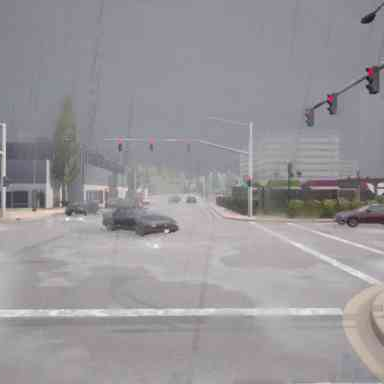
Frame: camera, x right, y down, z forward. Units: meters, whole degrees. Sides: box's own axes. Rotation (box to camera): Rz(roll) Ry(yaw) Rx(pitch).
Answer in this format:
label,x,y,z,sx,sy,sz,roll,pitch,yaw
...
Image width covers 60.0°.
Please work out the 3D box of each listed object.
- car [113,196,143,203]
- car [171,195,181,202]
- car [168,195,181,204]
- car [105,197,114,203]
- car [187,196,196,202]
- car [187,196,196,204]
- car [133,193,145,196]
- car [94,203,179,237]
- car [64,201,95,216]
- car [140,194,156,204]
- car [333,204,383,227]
label,x,y,z,sx,sy,sz,roll,pitch,yaw
car,-7.163,1.502,37.671,1.837,1.490,4.892,0,1,0
car,-3.625,1.424,74.832,1.994,1.385,4.181,0,0,0
car,-3.608,1.547,64.559,2.033,1.411,5.357,0,0,0
car,-10.675,1.499,45.843,1.837,1.490,4.892,0,2,0
car,-0.125,1.467,74.870,1.895,1.301,4.718,0,0,0
car,-0.108,1.491,64.565,2.128,1.511,4.902,0,0,0
car,-10.621,1.226,67.387,2.150,2.045,5.566,0,0,0
car,-3.072,1.547,18.403,2.033,1.411,5.357,0,0,-43
car,-10.654,1.547,32.583,2.033,1.411,5.357,0,0,0
car,-7.174,1.525,55.827,1.812,1.442,4.674,0,0,0
car,11.769,1.526,21.917,4.674,1.442,1.812,0,0,1
